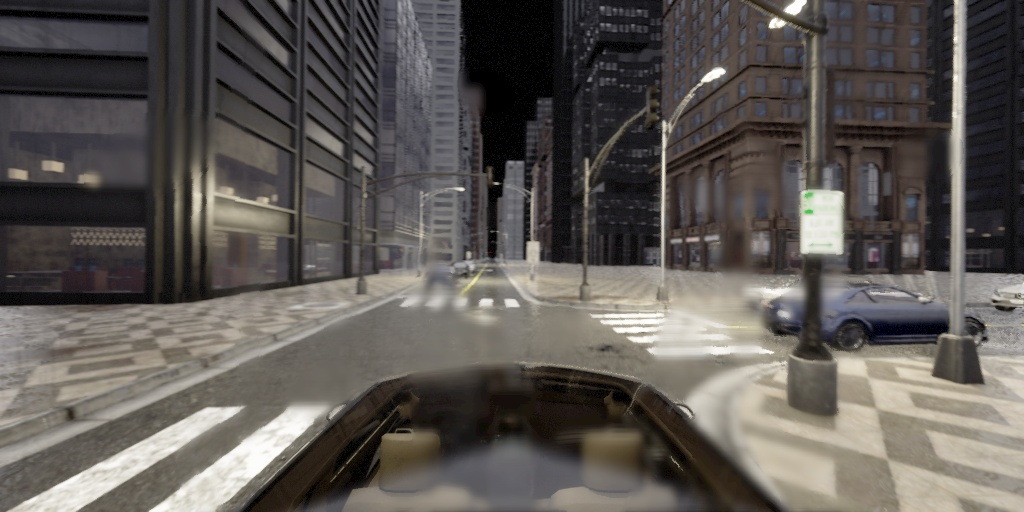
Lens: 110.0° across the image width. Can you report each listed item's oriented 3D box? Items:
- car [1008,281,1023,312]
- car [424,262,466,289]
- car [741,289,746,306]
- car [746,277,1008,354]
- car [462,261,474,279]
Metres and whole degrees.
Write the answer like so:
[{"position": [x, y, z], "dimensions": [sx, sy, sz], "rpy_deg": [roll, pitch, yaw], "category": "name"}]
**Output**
[{"position": [19.449, 1.289, 12.283], "dimensions": [4.674, 1.442, 1.812], "rpy_deg": [0, 0, -3], "category": "car"}, {"position": [-4.372, 1.309, 23.350], "dimensions": [2.033, 1.411, 5.357], "rpy_deg": [1, 0, -3], "category": "car"}, {"position": [10.275, 1.359, 11.778], "dimensions": [4.718, 1.301, 1.895], "rpy_deg": [0, 0, -3], "category": "car"}, {"position": [8.237, 1.315, 8.369], "dimensions": [4.181, 1.385, 1.994], "rpy_deg": [0, 0, -5], "category": "car"}, {"position": [-4.907, 1.263, 33.287], "dimensions": [1.882, 1.535, 5.008], "rpy_deg": [1, 0, -3], "category": "car"}]
